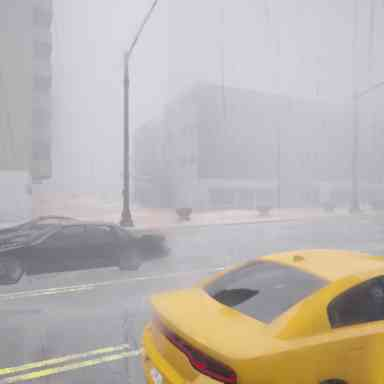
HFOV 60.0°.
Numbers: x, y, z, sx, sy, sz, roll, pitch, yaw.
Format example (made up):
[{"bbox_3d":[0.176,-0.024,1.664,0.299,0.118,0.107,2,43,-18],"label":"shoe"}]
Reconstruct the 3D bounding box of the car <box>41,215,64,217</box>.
[{"bbox_3d":[-5.398,1.564,12.350,4.181,1.385,1.994,0,0,-26],"label":"car"}]

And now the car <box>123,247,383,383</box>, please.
[{"bbox_3d":[1.908,1.470,4.028,5.008,1.535,1.882,0,0,-26],"label":"car"}]

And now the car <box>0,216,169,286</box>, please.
[{"bbox_3d":[-3.304,1.547,9.481,5.357,1.411,2.033,0,0,-26],"label":"car"}]
